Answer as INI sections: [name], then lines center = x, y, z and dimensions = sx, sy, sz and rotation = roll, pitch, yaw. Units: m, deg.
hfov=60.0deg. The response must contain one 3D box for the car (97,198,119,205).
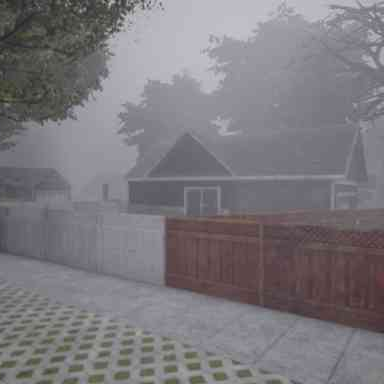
[car]
center = -10.644, 1.516, 40.826
dimensions = 1.837, 1.490, 4.892
rotation = 1, 0, 35
